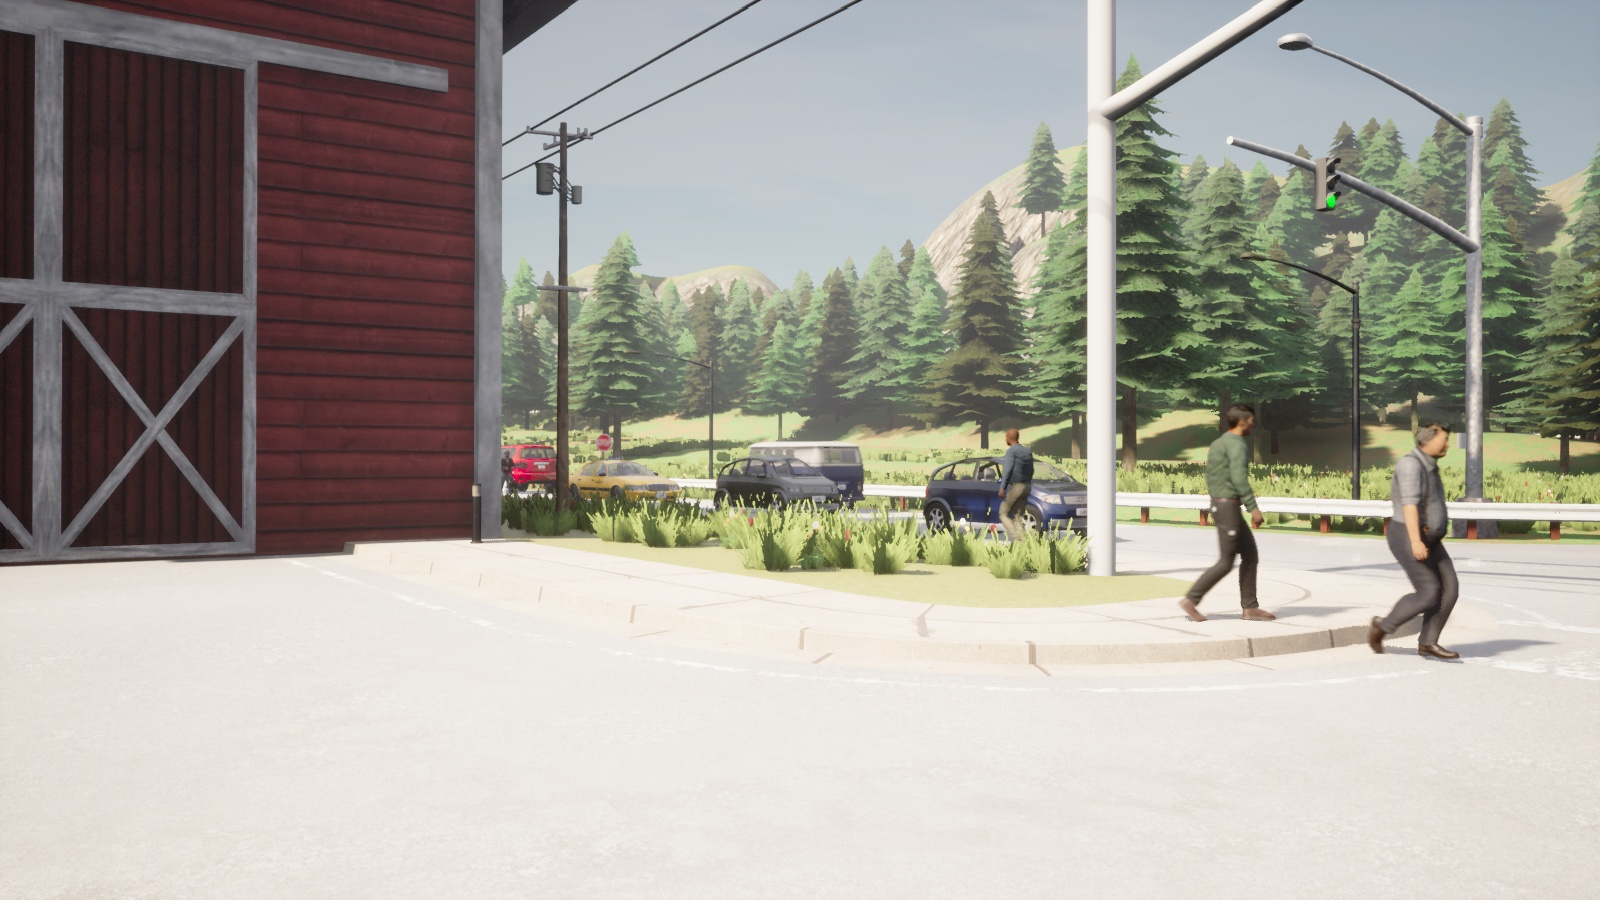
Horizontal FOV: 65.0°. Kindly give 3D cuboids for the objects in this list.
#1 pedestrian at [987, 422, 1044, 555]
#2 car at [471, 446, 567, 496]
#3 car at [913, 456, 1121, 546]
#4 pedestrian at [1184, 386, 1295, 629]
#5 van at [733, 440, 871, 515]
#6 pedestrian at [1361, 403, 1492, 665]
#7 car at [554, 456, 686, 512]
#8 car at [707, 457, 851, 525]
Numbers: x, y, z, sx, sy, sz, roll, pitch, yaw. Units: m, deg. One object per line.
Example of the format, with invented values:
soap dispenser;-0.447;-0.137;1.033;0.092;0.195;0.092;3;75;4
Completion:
pedestrian;3.032;0.533;17.675;0.370;1.835;0.726;0;0;-36
car;-12.154;0.861;54.106;2.150;2.045;5.566;0;0;-34
car;4.009;0.891;23.679;1.789;1.549;3.705;0;0;-34
pedestrian;3.610;0.464;10.350;0.788;1.949;0.423;0;0;7
van;-0.027;0.751;35.994;1.775;1.987;4.442;0;0;-34
pedestrian;4.644;0.598;9.321;0.540;1.848;0.694;0;0;-38
car;-5.533;0.964;37.921;1.801;1.575;5.366;0;0;-34
car;-0.571;0.945;30.515;1.789;1.549;3.705;0;0;-34
